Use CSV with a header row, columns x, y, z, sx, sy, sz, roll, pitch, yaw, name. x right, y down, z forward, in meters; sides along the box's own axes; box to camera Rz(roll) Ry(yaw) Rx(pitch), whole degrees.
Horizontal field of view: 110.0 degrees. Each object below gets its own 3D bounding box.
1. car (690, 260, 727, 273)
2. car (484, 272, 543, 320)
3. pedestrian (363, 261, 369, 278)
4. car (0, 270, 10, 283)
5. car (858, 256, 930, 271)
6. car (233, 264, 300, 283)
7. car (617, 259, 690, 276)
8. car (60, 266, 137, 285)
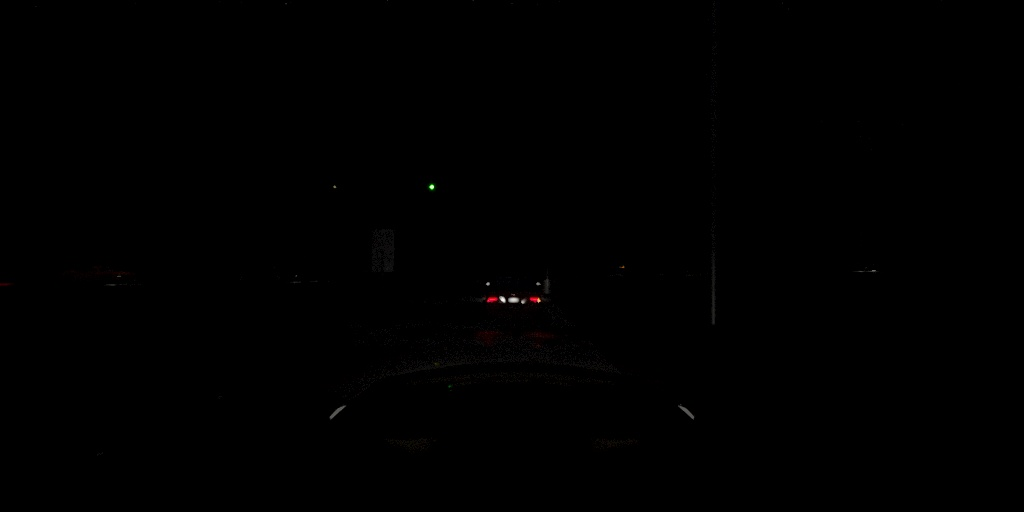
x,y,z,sx,sy,sz,roll,pitch,yaw,name
17.410,1.039,33.863,4.718,1.301,1.895,-1,-2,0,car
0.040,1.280,12.569,2.033,1.411,5.357,0,0,0,car
-15.335,1.399,37.581,0.375,1.860,0.375,0,-1,0,pedestrian
-50.013,1.852,33.377,4.892,1.490,1.837,0,-2,0,car
36.167,0.691,33.976,5.357,1.411,2.033,-1,-2,-1,car
-20.435,1.444,29.947,4.892,1.490,1.837,-1,-2,0,car
11.724,0.961,30.412,5.357,1.411,2.033,-1,-2,1,car
-34.334,1.578,29.871,5.008,1.535,1.882,-1,-2,0,car
